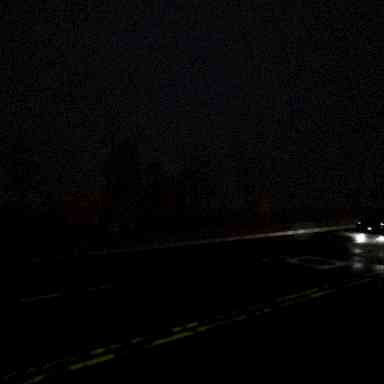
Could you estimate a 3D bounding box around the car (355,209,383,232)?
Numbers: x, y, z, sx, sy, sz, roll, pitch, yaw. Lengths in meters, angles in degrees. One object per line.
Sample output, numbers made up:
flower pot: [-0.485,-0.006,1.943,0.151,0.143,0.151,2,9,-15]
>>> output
car: [12.381,1.743,20.711,5.357,1.411,2.033,1,-1,-36]
